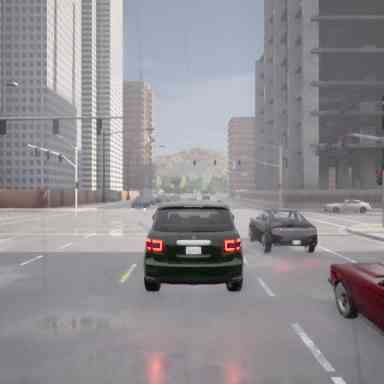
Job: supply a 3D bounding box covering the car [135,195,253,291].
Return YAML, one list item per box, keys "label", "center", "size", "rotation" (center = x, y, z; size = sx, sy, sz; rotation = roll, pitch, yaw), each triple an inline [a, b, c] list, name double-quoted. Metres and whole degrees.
- label: "car"
  center: [0.038, 1.221, 9.107]
  size: [2.150, 2.045, 5.566]
  rotation: [0, 0, 0]

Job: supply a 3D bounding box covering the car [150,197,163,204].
- label: "car"
  center: [-7.059, 1.599, 66.159]
  size: [1.895, 1.301, 4.718]
  rotation: [0, 0, 1]

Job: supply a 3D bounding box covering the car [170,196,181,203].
- label: "car"
  center: [-3.458, 1.551, 71.325]
  size: [1.994, 1.385, 4.181]
  rotation: [0, 0, 1]

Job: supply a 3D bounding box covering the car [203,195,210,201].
- label: "car"
  center: [3.803, 1.498, 89.805]
  size: [1.837, 1.490, 4.892]
  rotation: [0, 0, 1]

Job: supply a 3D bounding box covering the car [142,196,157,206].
- label: "car"
  center: [-7.244, 1.503, 56.818]
  size: [1.837, 1.490, 4.892]
  rotation: [0, 0, 1]

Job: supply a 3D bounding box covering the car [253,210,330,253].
- label: "car"
  center: [3.547, 1.491, 13.683]
  size: [2.128, 1.511, 4.902]
  rotation: [0, 0, 0]

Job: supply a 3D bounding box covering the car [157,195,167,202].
- label: "car"
  center: [-6.886, 1.495, 76.478]
  size: [1.837, 1.490, 4.892]
  rotation: [0, 0, 1]

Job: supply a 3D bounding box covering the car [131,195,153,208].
- label: "car"
  center: [-7.358, 1.351, 47.917]
  size: [2.097, 1.767, 4.553]
  rotation: [0, 0, 1]

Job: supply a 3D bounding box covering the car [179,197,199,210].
- label: "car"
  center: [-0.360, 1.490, 43.001]
  size: [2.128, 1.511, 4.902]
  rotation: [0, 0, 5]

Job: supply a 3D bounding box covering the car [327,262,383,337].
- label: "car"
  center: [3.592, 1.601, 4.429]
  size: [1.895, 1.301, 4.718]
  rotation: [0, 0, 0]

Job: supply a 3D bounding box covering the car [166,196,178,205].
- label: "car"
  center: [-3.654, 1.503, 61.561]
  size: [1.837, 1.490, 4.892]
  rotation: [0, 0, 1]

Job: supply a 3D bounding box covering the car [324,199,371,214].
- label: "car"
  center: [16.561, 1.525, 35.524]
  size: [4.674, 1.442, 1.812]
  rotation: [0, 0, 0]

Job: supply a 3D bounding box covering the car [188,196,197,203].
- label: "car"
  center: [0.108, 1.597, 70.571]
  size: [1.895, 1.301, 4.718]
  rotation: [0, 0, 1]
